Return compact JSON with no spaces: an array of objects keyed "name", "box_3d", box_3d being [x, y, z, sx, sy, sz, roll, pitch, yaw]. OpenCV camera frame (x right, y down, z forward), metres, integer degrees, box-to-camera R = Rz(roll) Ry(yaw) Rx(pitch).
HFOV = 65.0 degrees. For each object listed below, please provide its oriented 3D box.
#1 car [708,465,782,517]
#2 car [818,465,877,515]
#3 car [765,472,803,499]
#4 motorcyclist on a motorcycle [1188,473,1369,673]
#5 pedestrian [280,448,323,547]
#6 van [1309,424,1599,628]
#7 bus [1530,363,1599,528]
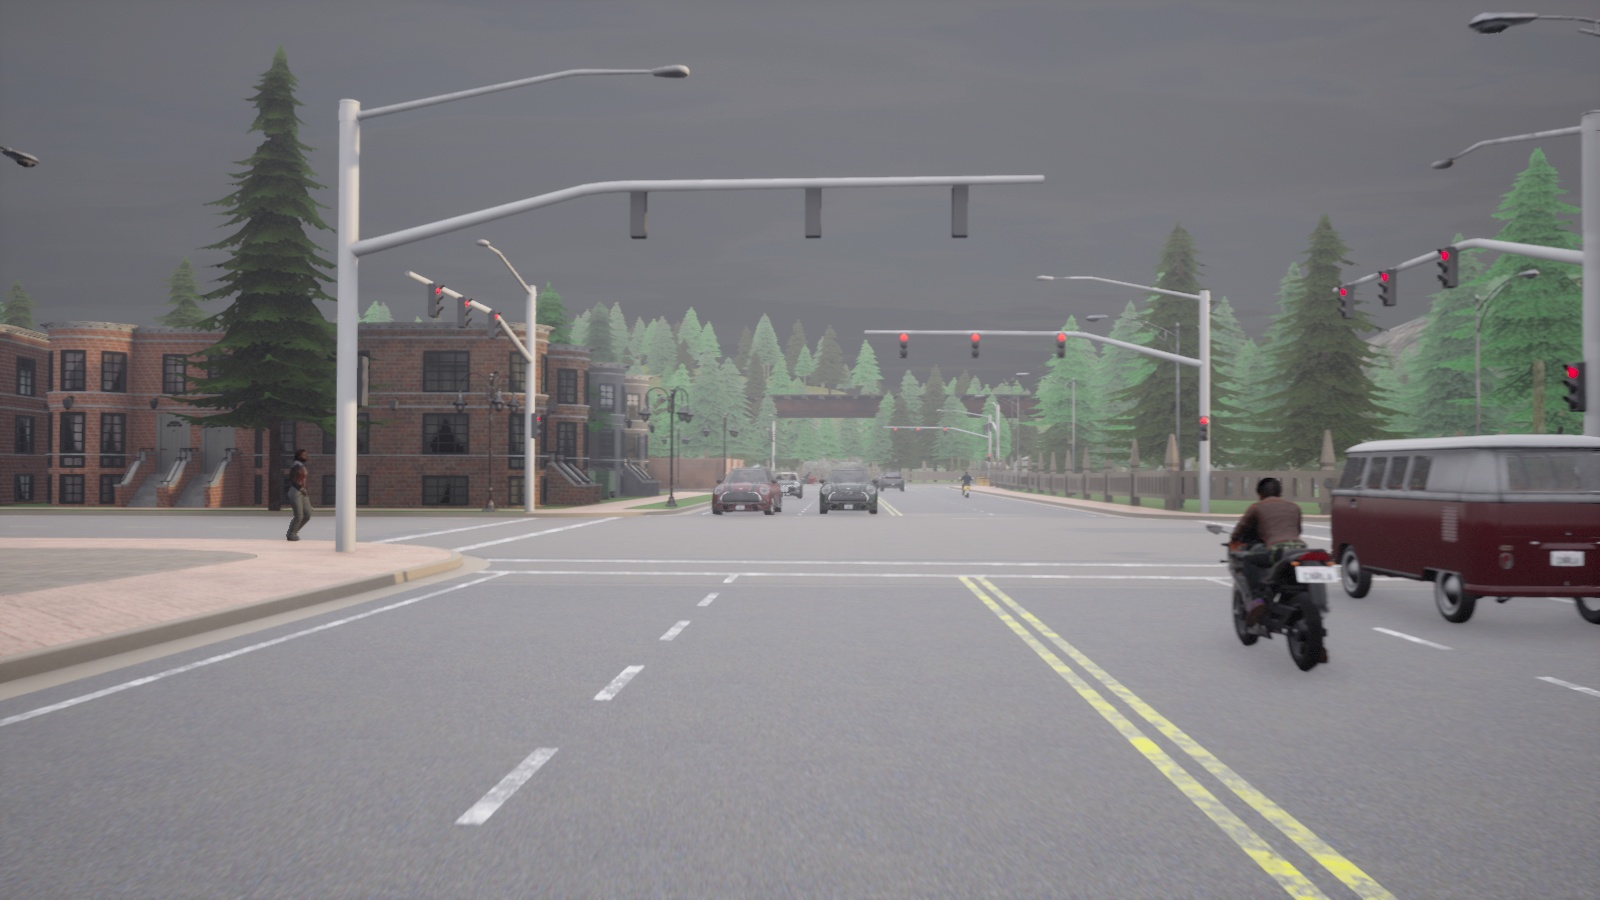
[{"name":"car","box_3d":[-1.914,1.436,45.103,2.097,1.767,4.553,0,-1,5]},{"name":"car","box_3d":[1.750,1.442,46.463,2.097,1.767,4.553,0,-1,2]},{"name":"car","box_3d":[-0.858,1.978,71.407,1.970,1.475,3.806,0,-1,2]},{"name":"motorcyclist on a motorcycle","box_3d":[3.968,0.957,10.612,0.797,1.523,2.044,0,-1,2]},{"name":"pedestrian","box_3d":[-9.770,0.928,24.595,0.666,1.930,0.402,0,-1,10]},{"name":"van","box_3d":[7.608,0.776,14.489,1.775,1.987,4.442,0,-1,2]},{"name":"bus","box_3d":[25.785,-0.118,33.418,10.273,4.253,3.944,0,-1,2]}]
